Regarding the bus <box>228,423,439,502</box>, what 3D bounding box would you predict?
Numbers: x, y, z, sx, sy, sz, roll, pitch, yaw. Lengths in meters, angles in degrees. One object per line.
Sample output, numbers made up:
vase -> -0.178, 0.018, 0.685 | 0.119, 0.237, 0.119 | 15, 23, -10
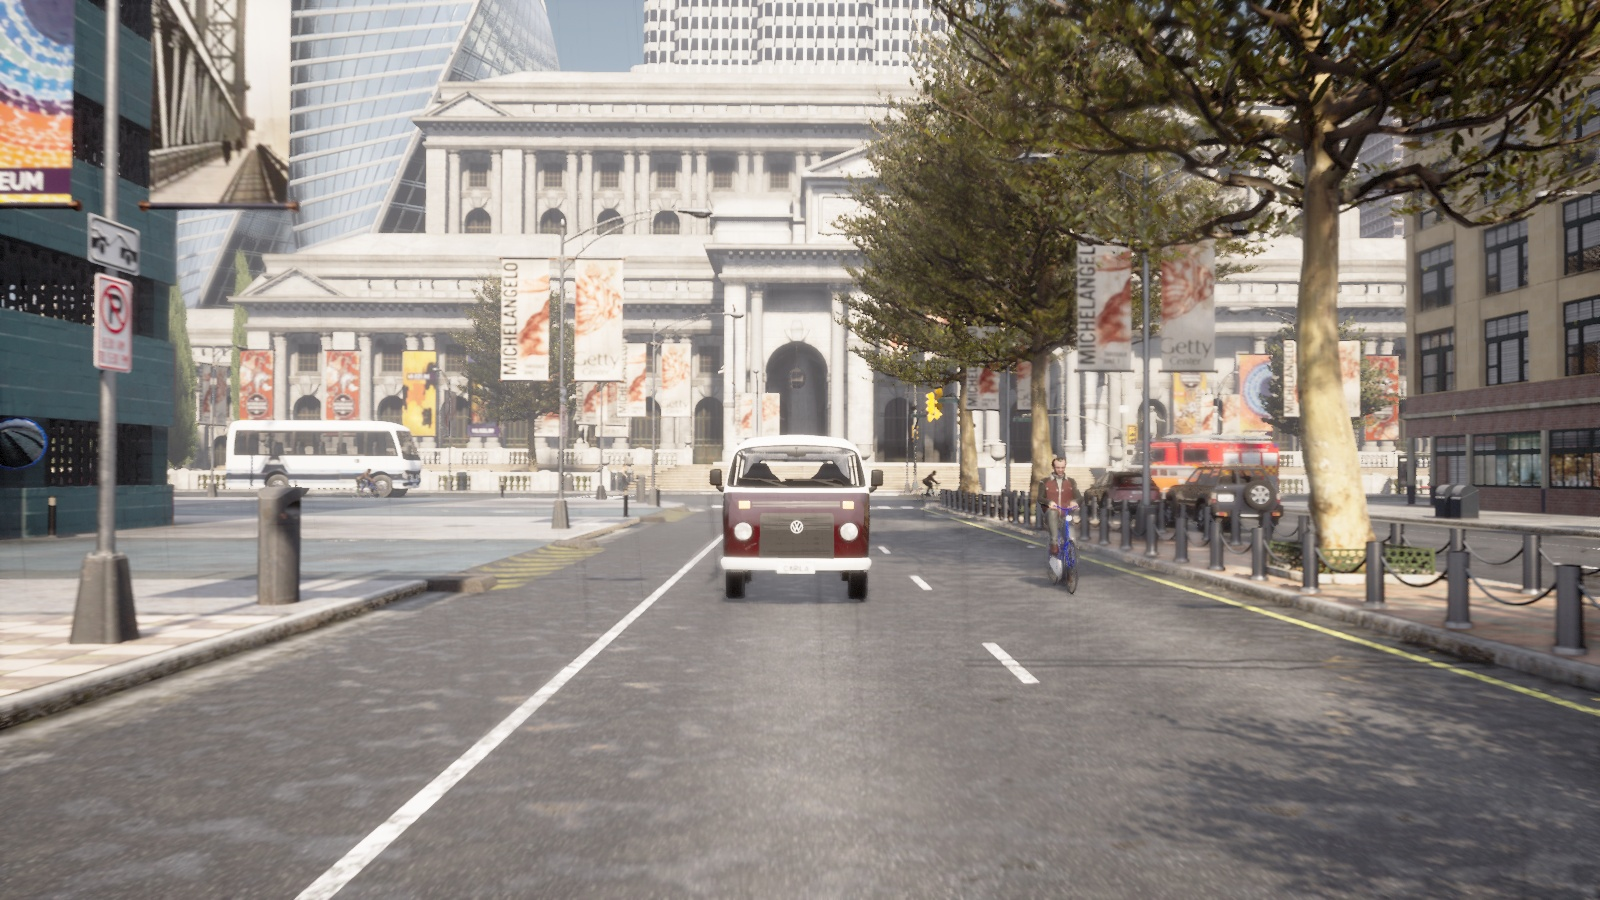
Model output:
bus -> -25.862, 0.715, 70.083 | 10.273, 4.253, 3.944 | 0, -1, 0

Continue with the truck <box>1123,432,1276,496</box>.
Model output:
truck -> 24.409, 0.842, 77.015 | 8.468, 3.827, 2.891 | 0, -1, 0

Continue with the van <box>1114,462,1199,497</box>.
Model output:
van -> 20.818, 1.713, 73.384 | 4.442, 1.987, 1.775 | 0, -1, -3

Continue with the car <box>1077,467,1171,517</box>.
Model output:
car -> 11.343, 1.442, 44.333 | 2.033, 1.649, 4.856 | 0, -1, 0

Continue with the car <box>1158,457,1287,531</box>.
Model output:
car -> 11.417, 1.159, 34.270 | 1.932, 1.855, 4.605 | 0, -1, 0

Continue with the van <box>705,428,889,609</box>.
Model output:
van -> -0.041, 0.814, 16.457 | 2.069, 2.038, 4.480 | 0, -1, 0

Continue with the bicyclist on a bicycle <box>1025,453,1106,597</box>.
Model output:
bicyclist on a bicycle -> 3.459, 0.948, 16.521 | 0.659, 1.776, 1.843 | 0, -1, 0
